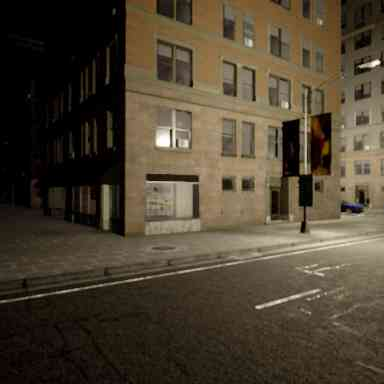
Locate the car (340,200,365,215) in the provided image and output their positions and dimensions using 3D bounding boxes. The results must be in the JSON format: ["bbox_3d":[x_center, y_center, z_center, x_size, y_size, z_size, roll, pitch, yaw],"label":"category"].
[{"bbox_3d":[15.098,1.477,34.247,1.882,1.535,5.008,0,1,-35],"label":"car"}]
